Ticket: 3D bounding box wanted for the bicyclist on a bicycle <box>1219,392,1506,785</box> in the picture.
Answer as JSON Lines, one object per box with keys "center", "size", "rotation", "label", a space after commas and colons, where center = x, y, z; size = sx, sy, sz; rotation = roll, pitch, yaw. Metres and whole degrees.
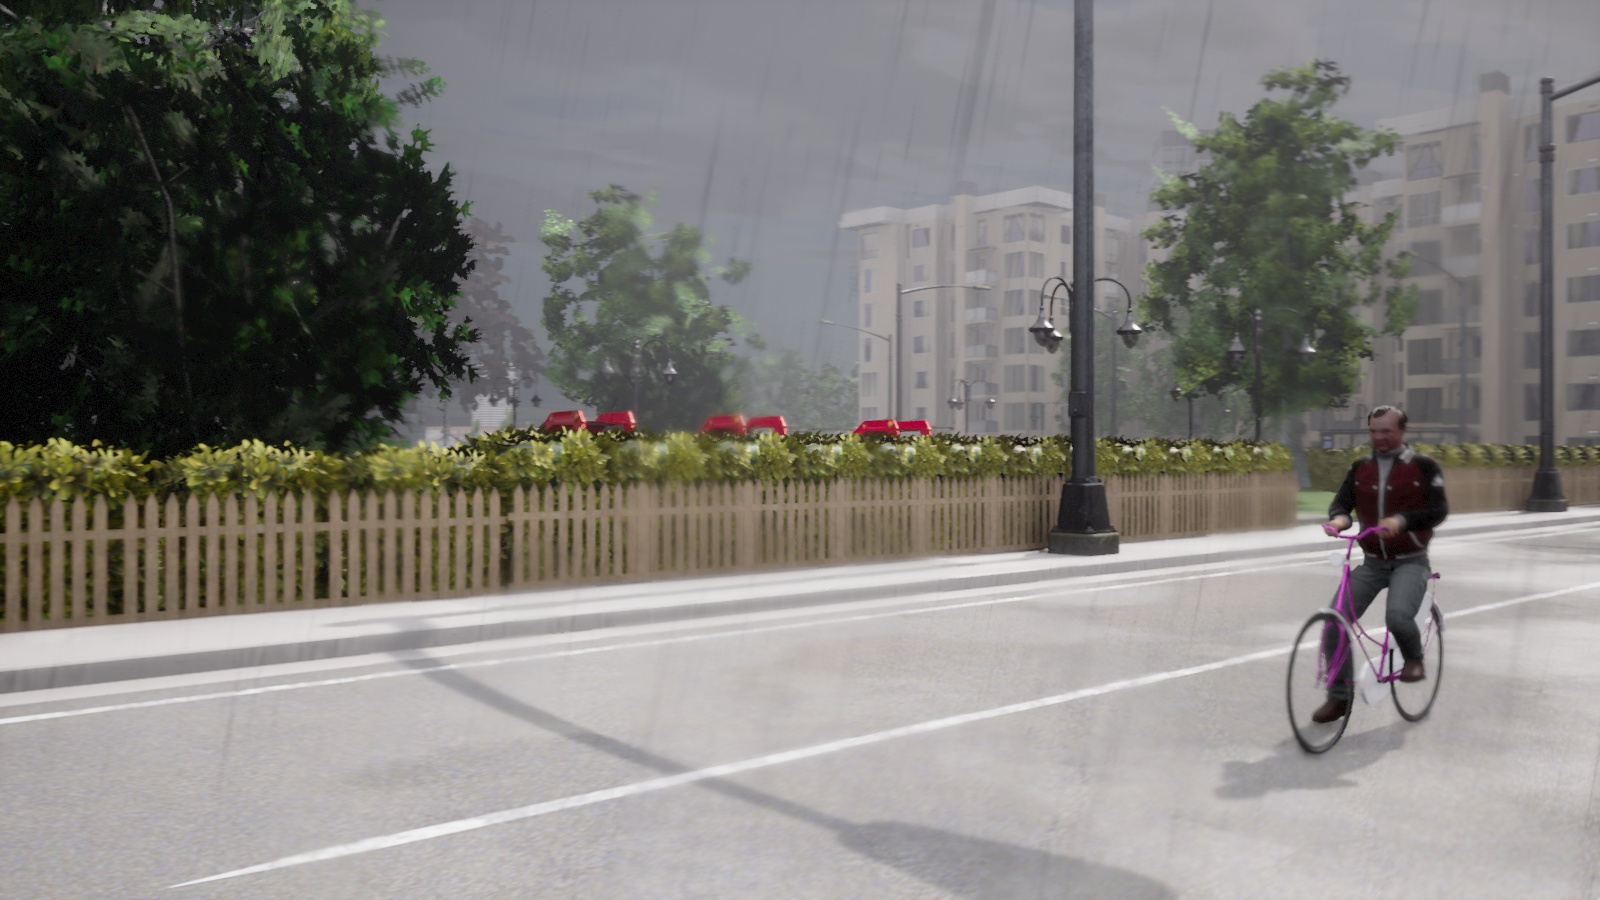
{"center": [2.968, 0.631, 6.537], "size": [1.843, 1.776, 0.659], "rotation": [0, 0, -42], "label": "bicyclist on a bicycle"}
